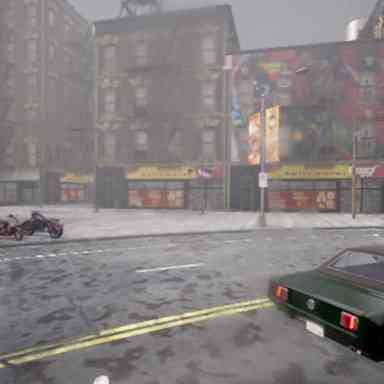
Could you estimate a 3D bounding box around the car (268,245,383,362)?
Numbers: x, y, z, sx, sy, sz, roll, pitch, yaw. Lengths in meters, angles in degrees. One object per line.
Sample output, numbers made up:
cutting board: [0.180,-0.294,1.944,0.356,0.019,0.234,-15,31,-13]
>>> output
car: [3.693,1.569,5.444,4.718,1.301,1.895,0,0,-25]
